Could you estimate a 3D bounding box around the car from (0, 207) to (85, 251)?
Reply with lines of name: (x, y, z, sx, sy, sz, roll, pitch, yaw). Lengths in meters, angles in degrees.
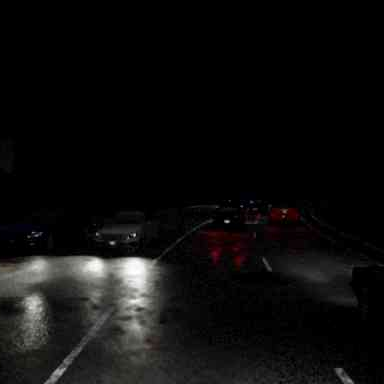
car: (-6.005, 1.441, 14.137, 1.882, 1.535, 5.008, 0, 0, 7)

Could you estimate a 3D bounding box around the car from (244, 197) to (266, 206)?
car: (10.305, 1.513, 54.337, 2.033, 1.411, 5.357, 0, 0, 28)

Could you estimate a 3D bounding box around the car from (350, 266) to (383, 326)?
car: (3.796, 1.606, 4.101, 1.895, 1.301, 4.718, 0, 0, 3)

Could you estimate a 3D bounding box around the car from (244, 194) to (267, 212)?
car: (7.559, 1.201, 39.271, 2.150, 2.045, 5.566, 0, 0, 21)

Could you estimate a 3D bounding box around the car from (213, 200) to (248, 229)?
car: (2.435, 1.508, 21.249, 1.812, 1.442, 4.674, 0, 0, 11)

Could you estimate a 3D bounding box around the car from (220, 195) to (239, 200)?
car: (5.949, 1.297, 53.360, 2.097, 1.767, 4.553, 0, 0, 27)

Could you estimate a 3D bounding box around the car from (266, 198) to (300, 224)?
car: (6.784, 1.348, 24.685, 2.097, 1.767, 4.553, 0, 0, 13)

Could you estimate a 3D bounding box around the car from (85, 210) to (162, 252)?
car: (-2.494, 1.501, 13.914, 1.812, 1.442, 4.674, 0, 0, 7)
